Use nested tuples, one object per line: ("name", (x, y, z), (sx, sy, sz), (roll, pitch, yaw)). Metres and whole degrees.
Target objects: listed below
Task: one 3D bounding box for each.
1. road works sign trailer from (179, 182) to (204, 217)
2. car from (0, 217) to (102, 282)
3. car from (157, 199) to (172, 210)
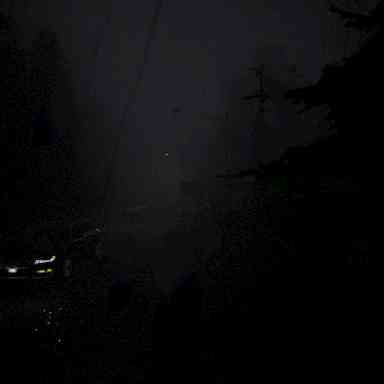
("road works sign trailer", (0.011, 0.711, 34.400), (2.380, 3.560, 2.880), (0, 0, 0))
("car", (-4.100, 1.579, 10.033), (1.837, 1.490, 4.892), (0, -1, 0))
("car", (-4.069, 1.847, 49.804), (2.128, 1.511, 4.902), (0, 0, -1))
